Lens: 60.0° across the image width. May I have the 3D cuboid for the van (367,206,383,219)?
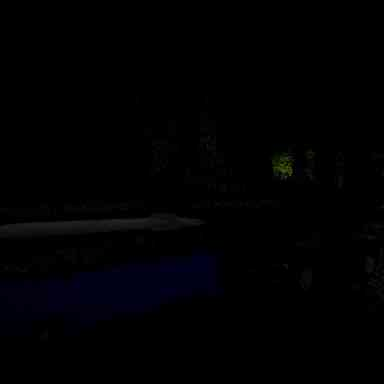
[{"bbox_3d":[7.822,1.369,12.120,3.998,1.788,1.690,0,0,-36],"label":"van"}]

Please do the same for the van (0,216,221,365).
[{"bbox_3d":[-1.389,1.346,5.547,3.998,1.788,1.690,0,0,-36],"label":"van"}]

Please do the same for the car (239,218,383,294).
[{"bbox_3d":[3.216,1.562,8.833,4.507,1.381,1.887,0,0,-36],"label":"car"}]
